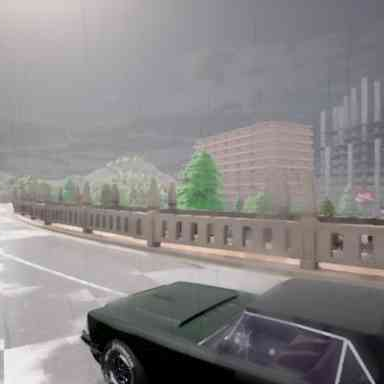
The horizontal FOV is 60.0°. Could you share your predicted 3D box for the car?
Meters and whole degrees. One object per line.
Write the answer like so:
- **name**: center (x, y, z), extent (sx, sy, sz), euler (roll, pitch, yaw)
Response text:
- **car**: center (0.977, 1.617, 3.392), extent (4.718, 1.301, 1.895), euler (0, 0, 36)
